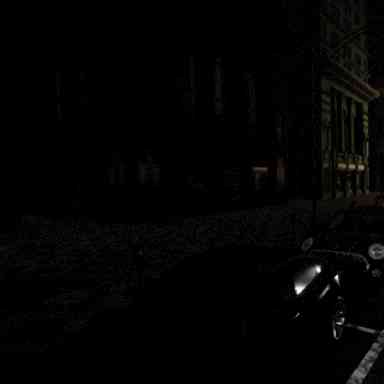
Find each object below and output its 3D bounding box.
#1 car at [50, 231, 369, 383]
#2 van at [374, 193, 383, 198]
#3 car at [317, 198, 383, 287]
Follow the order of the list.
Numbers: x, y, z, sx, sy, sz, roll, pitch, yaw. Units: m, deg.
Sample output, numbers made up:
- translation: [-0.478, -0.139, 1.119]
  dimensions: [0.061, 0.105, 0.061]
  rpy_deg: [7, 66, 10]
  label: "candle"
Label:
- translation: [0.513, 1.455, 4.150]
  dimensions: [1.947, 1.339, 4.313]
  rpy_deg: [0, 2, 42]
  label: "car"
- translation: [8.014, 0.856, 12.547]
  dimensions: [1.690, 1.788, 3.998]
  rpy_deg: [0, 2, 42]
  label: "van"
- translation: [4.263, 1.142, 8.348]
  dimensions: [1.967, 1.590, 4.097]
  rpy_deg: [0, 2, 42]
  label: "car"
